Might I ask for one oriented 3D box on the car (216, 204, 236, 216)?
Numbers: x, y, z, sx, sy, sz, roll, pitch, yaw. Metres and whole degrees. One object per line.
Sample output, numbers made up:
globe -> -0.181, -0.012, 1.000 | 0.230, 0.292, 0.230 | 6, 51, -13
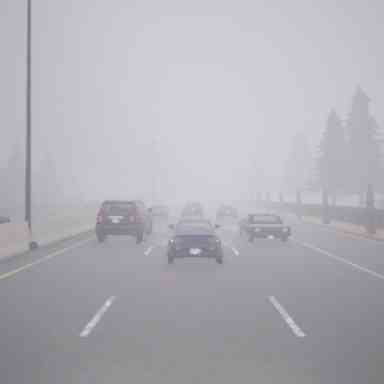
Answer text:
car -> 3.590, 1.930, 34.924 | 1.994, 1.385, 4.181 | 0, -1, 0

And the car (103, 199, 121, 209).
car -> -14.053, 2.096, 58.721 | 1.882, 1.535, 5.008 | 0, -1, 0

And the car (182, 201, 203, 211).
car -> 0.090, 1.711, 34.247 | 2.097, 1.767, 4.553 | 0, -1, 0

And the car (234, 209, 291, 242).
car -> 3.596, 1.783, 17.382 | 1.895, 1.301, 4.718 | 0, -1, 0

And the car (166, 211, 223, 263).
car -> 0.088, 1.657, 12.426 | 1.812, 1.442, 4.674 | 0, -1, 0

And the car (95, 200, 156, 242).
car -> -3.404, 1.407, 17.508 | 2.150, 2.045, 5.566 | 0, -1, 0

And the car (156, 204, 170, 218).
car -> -3.410, 1.931, 34.882 | 1.994, 1.385, 4.181 | 0, -1, 0

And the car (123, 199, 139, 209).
car -> -10.559, 2.087, 57.875 | 1.882, 1.535, 5.008 | 0, 0, 0
